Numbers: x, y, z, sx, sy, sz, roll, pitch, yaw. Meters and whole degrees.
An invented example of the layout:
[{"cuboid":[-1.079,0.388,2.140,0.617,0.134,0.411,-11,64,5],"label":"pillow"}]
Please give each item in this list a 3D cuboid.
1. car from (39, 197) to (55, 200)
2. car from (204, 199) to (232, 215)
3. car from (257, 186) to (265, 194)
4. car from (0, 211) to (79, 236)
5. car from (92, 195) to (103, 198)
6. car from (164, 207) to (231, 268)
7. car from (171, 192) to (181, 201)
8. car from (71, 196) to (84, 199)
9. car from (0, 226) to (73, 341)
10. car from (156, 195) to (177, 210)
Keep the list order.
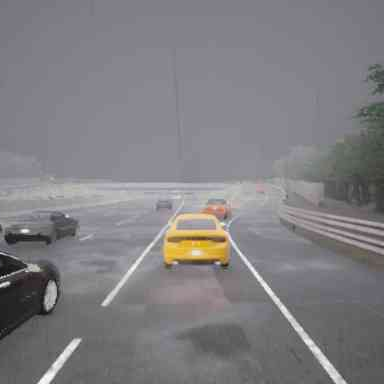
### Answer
[{"cuboid":[-24.578,1.550,56.104,1.812,1.442,4.674,0,0,0],"label":"car"},{"cuboid":[2.327,1.394,29.573,2.097,1.767,4.553,1,0,12],"label":"car"},{"cuboid":[17.786,-0.153,85.903,1.895,1.301,4.718,0,3,11],"label":"car"},{"cuboid":[-6.877,1.575,15.707,1.994,1.385,4.181,0,0,0],"label":"car"},{"cuboid":[-24.806,1.389,87.764,2.033,1.411,5.357,0,0,-1],"label":"car"},{"cuboid":[0.152,1.486,11.391,1.882,1.535,5.008,0,0,1],"label":"car"},{"cuboid":[-3.701,1.124,78.086,2.150,2.045,5.566,0,0,-1],"label":"car"},{"cuboid":[-24.646,1.484,71.930,1.994,1.385,4.181,0,0,0],"label":"car"},{"cuboid":[-3.495,1.509,4.623,1.837,1.490,4.892,0,0,0],"label":"car"},{"cuboid":[-3.481,1.524,42.872,2.128,1.511,4.902,0,0,0],"label":"car"}]
